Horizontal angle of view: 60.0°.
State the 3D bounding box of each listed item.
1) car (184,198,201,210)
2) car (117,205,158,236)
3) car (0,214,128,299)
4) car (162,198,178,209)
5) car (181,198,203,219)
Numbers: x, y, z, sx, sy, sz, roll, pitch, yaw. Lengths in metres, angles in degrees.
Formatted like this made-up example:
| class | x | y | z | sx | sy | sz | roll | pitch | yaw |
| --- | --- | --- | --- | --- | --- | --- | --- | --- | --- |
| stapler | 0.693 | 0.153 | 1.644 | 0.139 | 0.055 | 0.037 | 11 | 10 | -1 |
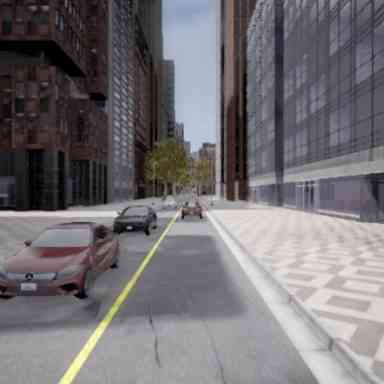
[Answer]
| class | x | y | z | sx | sy | sz | roll | pitch | yaw |
| --- | --- | --- | --- | --- | --- | --- | --- | --- | --- |
| car | 0.049 | 1.554 | 44.064 | 2.128 | 1.511 | 4.902 | 0 | 0 | 0 |
| car | -3.086 | 1.503 | 18.969 | 1.882 | 1.535 | 5.008 | 0 | 0 | 0 |
| car | -3.090 | 1.537 | 8.614 | 1.812 | 1.442 | 4.674 | 0 | 0 | 0 |
| car | -3.001 | 1.602 | 45.776 | 1.812 | 1.442 | 4.674 | 0 | 0 | 0 |
| car | 0.008 | 1.567 | 29.679 | 1.812 | 1.442 | 4.674 | 0 | 0 | 0 |
